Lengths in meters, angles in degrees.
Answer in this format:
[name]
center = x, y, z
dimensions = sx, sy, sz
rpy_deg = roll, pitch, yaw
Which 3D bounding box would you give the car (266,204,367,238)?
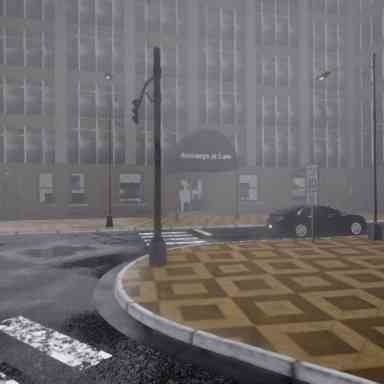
[car]
center = 5.987, 1.321, 15.970
dimensions = 4.892, 1.490, 1.837
rpy_deg = 0, 0, -14
